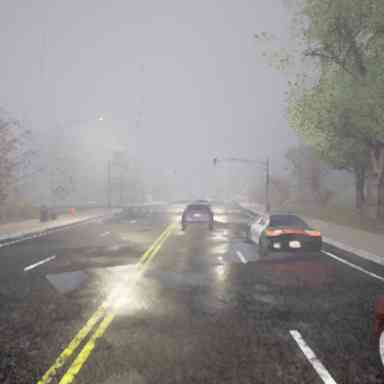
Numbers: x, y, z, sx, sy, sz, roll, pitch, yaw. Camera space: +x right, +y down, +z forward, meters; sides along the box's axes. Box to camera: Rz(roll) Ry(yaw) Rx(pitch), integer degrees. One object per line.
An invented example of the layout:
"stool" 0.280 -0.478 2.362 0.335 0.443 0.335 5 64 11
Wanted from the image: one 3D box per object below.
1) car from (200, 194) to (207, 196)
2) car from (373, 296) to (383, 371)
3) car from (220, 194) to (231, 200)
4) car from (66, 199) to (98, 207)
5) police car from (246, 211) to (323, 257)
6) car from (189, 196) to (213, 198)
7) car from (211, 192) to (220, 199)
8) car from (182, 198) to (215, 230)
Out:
"car" 3.247 1.331 95.554 1.882 1.535 5.008 0 0 8
"car" 3.246 1.485 2.267 1.882 1.535 5.008 0 0 0
"car" 9.690 1.461 94.705 1.895 1.301 4.718 0 0 8
"car" -17.760 1.761 53.571 4.718 1.301 1.895 0 -1 11
"police car" 3.373 1.514 13.191 2.038 1.542 4.974 0 0 1
"car" 0.874 1.478 33.038 1.882 1.535 5.008 0 0 3
"car" 6.463 1.416 95.096 1.994 1.385 4.181 0 0 8
"car" 0.383 1.431 21.440 2.033 1.649 4.856 0 0 2
